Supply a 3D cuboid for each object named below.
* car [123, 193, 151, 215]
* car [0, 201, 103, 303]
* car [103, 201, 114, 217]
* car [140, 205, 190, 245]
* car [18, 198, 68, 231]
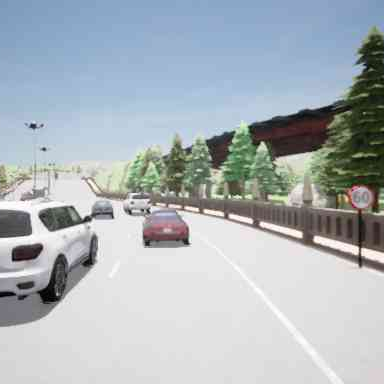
[{"bbox_3d":[-5.608,1.151,33.724,2.150,2.045,5.566,0,0,-18],"label":"car"},{"bbox_3d":[-3.893,1.223,8.264,2.150,2.045,5.566,0,0,-5],"label":"car"},{"bbox_3d":[-8.047,1.508,29.963,2.033,1.411,5.357,0,0,-17],"label":"car"},{"bbox_3d":[-1.285,1.522,15.451,1.994,1.385,4.181,0,0,-8],"label":"car"},{"bbox_3d":[-9.574,1.351,21.792,2.097,1.767,4.553,-1,0,-12],"label":"car"}]
